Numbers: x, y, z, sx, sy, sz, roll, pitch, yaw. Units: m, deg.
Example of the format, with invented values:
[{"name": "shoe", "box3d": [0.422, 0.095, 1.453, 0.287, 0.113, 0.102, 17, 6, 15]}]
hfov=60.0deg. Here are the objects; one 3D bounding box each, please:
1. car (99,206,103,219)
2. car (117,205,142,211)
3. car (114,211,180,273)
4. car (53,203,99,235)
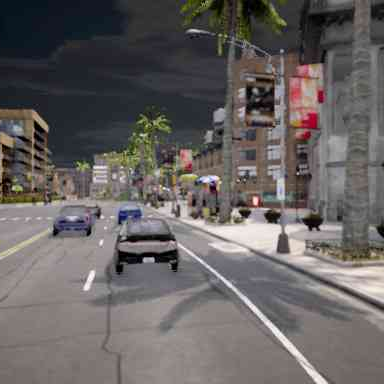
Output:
[{"name": "car", "box3d": [-10.183, 1.878, 33.809, 2.128, 1.511, 4.902, 0, -1, -13]}, {"name": "car", "box3d": [-5.233, 1.789, 27.912, 1.882, 1.535, 5.008, 0, -1, -13]}, {"name": "car", "box3d": [-1.576, 1.616, 11.201, 2.128, 1.511, 4.902, 0, -1, -10]}, {"name": "car", "box3d": [-7.169, 1.591, 20.665, 2.097, 1.767, 4.553, 0, -1, -13]}]
